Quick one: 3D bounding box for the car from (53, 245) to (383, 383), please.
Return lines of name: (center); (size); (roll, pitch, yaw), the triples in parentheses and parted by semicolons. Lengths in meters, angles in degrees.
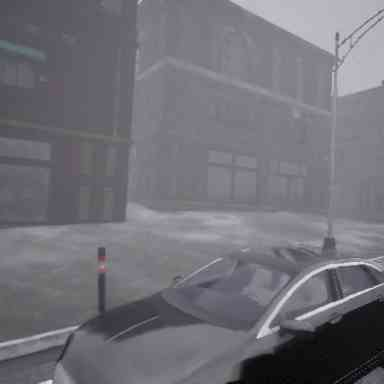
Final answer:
car: (0.952, 1.489, 4.039); (4.902, 1.511, 2.128); (0, 0, -35)
